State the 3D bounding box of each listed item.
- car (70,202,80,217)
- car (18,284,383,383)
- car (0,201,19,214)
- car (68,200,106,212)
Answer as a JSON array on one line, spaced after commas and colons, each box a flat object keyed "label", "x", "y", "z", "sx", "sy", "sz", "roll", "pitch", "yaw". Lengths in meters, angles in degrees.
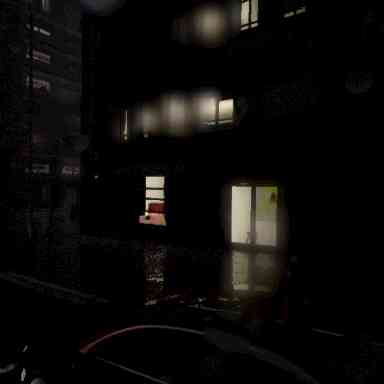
[{"label": "car", "x": -9.953, "y": 1.821, "z": 33.351, "sx": 1.947, "sy": 1.339, "sz": 4.313, "roll": 1, "pitch": 0, "yaw": 36}, {"label": "car", "x": 0.203, "y": 1.549, "z": 2.874, "sx": 4.403, "sy": 1.369, "sz": 2.008, "roll": 0, "pitch": 1, "yaw": 36}, {"label": "car", "x": -19.978, "y": 1.622, "z": 33.859, "sx": 2.008, "sy": 1.369, "sz": 4.403, "roll": 1, "pitch": 0, "yaw": 36}, {"label": "car", "x": -13.425, "y": 1.707, "z": 42.778, "sx": 1.887, "sy": 1.381, "sz": 4.507, "roll": 1, "pitch": 0, "yaw": 36}]
